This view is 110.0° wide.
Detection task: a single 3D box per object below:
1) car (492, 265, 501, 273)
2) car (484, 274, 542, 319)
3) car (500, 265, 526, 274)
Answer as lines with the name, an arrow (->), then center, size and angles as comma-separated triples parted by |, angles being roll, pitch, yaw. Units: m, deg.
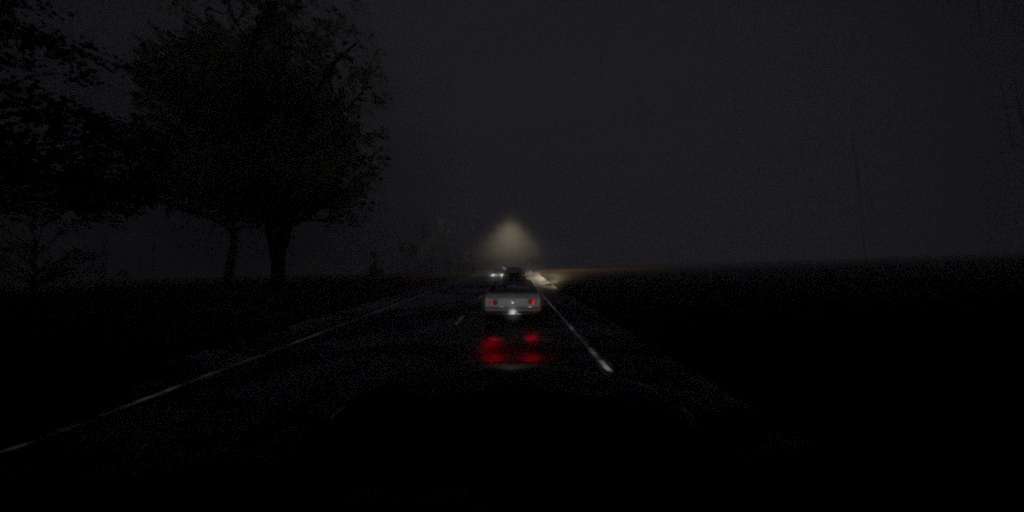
car -> -2.270, 2.166, 60.390 | 1.895, 1.301, 4.718 | 0, -1, 4
car -> 0.048, 1.516, 13.565 | 1.895, 1.301, 4.718 | 0, -1, 1
car -> 0.206, 1.669, 29.891 | 1.812, 1.442, 4.674 | 0, -1, 1
